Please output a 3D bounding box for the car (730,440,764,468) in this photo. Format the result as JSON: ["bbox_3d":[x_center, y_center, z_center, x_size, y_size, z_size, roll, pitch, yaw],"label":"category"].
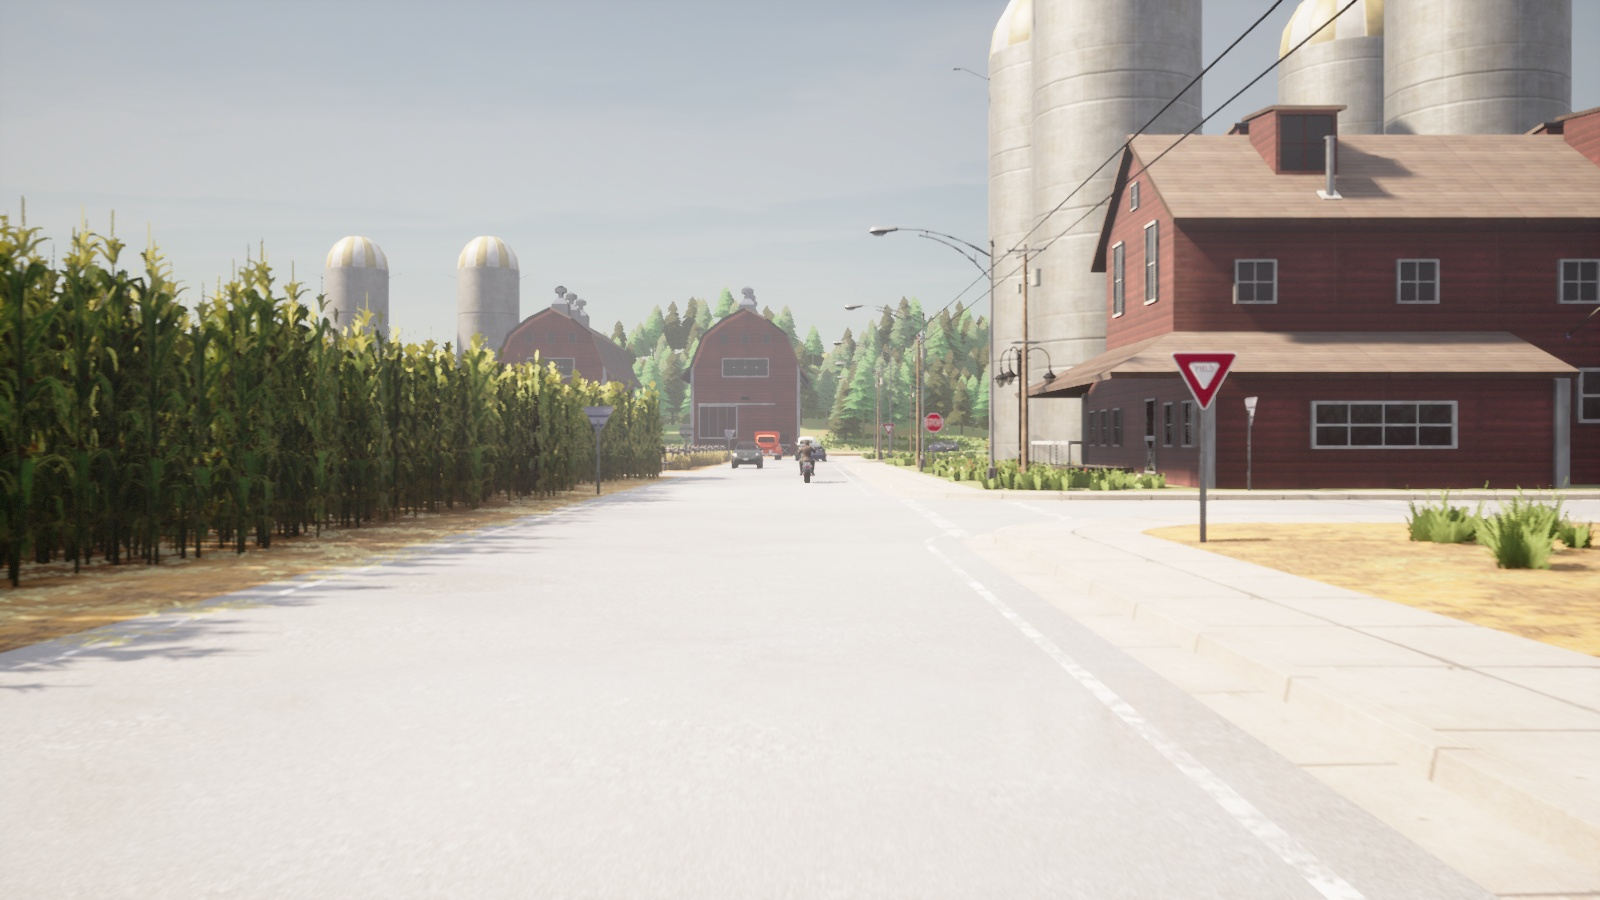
[{"bbox_3d":[-3.080,0.227,73.684,1.851,1.617,3.988,0,0,0],"label":"car"}]

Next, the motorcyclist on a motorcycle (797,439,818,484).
[{"bbox_3d":[0.277,0.428,47.703,0.766,1.649,2.350,0,0,0],"label":"motorcyclist on a motorcycle"}]
